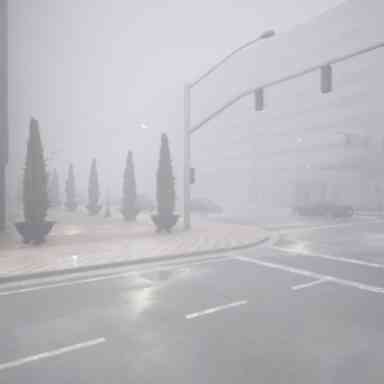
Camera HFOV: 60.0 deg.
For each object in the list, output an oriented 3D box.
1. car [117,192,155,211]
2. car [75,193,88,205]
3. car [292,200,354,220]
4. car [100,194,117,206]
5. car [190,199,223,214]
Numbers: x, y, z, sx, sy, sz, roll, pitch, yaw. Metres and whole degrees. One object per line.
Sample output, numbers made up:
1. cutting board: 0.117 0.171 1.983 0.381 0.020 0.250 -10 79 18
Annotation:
1. car: -6.133 1.123 37.733 2.150 2.045 5.566 0 0 -35
2. car: -18.989 1.248 56.131 2.097 1.767 4.553 0 0 -35
3. car: 10.393 1.365 26.827 1.882 1.535 5.008 0 0 -33
4. car: -12.634 1.399 53.097 1.837 1.490 4.892 0 0 -35
5. car: 1.154 1.420 33.473 1.812 1.442 4.674 0 0 -35
